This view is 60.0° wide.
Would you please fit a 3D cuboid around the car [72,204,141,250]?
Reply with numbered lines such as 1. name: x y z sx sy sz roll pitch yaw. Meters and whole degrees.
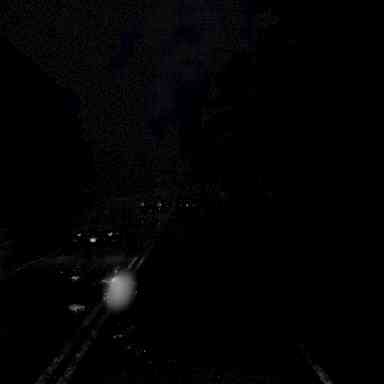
1. car: -3.529 1.447 14.137 1.837 1.490 4.892 0 0 -1

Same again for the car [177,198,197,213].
1. car: -0.500 1.266 32.902 2.033 1.411 5.357 0 0 -2

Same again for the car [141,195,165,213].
1. car: -3.846 1.106 32.716 2.097 1.767 4.553 0 1 -1
